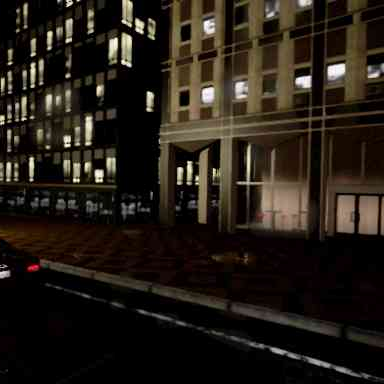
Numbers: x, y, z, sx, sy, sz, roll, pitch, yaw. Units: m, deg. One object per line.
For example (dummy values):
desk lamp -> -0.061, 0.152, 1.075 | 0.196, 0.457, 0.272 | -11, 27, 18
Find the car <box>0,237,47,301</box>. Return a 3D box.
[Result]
car -> -5.456, 1.541, 7.455 | 5.357, 1.411, 2.033 | 0, 0, 36
